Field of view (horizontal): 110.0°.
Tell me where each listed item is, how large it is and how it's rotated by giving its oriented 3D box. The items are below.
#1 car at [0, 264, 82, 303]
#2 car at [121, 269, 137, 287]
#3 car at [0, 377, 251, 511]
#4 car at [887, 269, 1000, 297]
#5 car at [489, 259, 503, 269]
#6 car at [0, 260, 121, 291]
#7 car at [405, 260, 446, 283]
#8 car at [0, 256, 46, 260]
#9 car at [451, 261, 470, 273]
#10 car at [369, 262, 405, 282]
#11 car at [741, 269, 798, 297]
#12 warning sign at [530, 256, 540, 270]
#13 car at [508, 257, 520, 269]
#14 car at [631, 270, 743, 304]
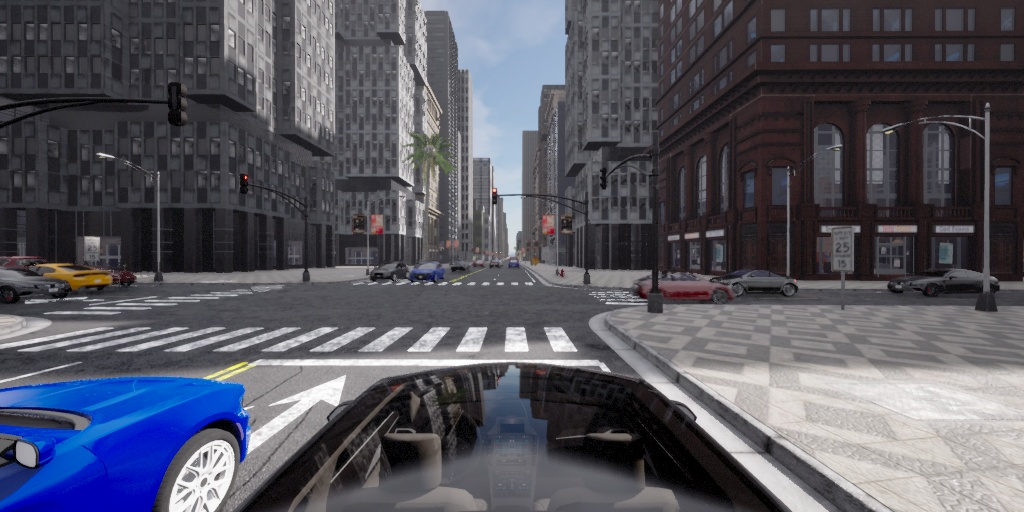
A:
[{"bbox_3d":[-22.282,1.215,15.637,4.674,1.442,1.812,0,0,1],"label":"car"},{"bbox_3d":[-24.973,1.231,21.379,4.207,1.307,1.802,0,0,-1],"label":"car"},{"bbox_3d":[-3.156,1.228,1.000,1.882,1.535,5.008,0,0,0],"label":"car"},{"bbox_3d":[22.933,1.390,19.104,4.674,1.442,1.812,0,0,0],"label":"car"},{"bbox_3d":[-2.951,1.438,62.490,1.837,1.490,4.892,0,0,0],"label":"car"},{"bbox_3d":[-24.027,1.145,18.686,5.008,1.535,1.882,0,0,0],"label":"car"},{"bbox_3d":[-6.470,1.236,27.944,1.882,1.535,5.008,0,0,0],"label":"car"},{"bbox_3d":[-30.612,0.944,21.320,5.009,1.841,2.192,0,0,-1],"label":"car"},{"bbox_3d":[-6.389,1.413,44.554,1.895,1.301,4.718,0,0,0],"label":"car"},{"bbox_3d":[-9.836,1.265,29.206,1.837,1.490,4.892,0,0,3],"label":"car"},{"bbox_3d":[12.704,1.381,19.164,4.181,1.385,1.994,0,0,0],"label":"car"},{"bbox_3d":[3.074,0.941,47.326,1.300,1.860,1.060,0,0,0],"label":"warning sign"},{"bbox_3d":[0.343,1.408,62.167,1.882,1.535,5.008,0,0,1],"label":"car"},{"bbox_3d":[7.661,1.372,16.317,4.181,1.385,1.994,0,0,3],"label":"car"}]
